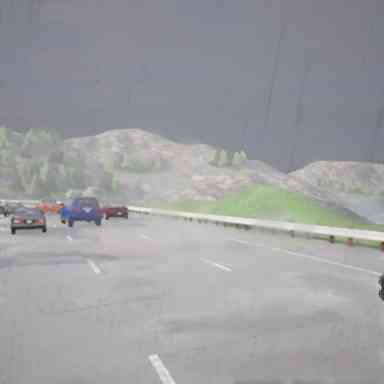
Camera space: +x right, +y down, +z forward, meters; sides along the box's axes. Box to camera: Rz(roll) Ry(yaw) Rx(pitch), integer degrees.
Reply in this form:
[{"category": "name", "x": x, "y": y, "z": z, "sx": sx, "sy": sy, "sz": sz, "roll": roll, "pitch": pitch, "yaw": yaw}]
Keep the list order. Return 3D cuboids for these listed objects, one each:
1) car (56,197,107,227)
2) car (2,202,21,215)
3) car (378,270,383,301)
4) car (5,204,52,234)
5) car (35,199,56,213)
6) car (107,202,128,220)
[{"category": "car", "x": -8.203, "y": 1.355, "z": 24.294, "sx": 2.150, "sy": 2.045, "sz": 5.566, "roll": 0, "pitch": 0, "yaw": -29}, {"category": "car", "x": -18.653, "y": 1.778, "z": 34.764, "sx": 2.033, "sy": 1.411, "sz": 5.357, "roll": 0, "pitch": 0, "yaw": -34}, {"category": "car", "x": 5.113, "y": 1.489, "z": 4.621, "sx": 1.837, "sy": 1.490, "sz": 4.892, "roll": 0, "pitch": 0, "yaw": -22}, {"category": "car", "x": -10.019, "y": 1.676, "z": 20.379, "sx": 2.033, "sy": 1.411, "sz": 5.357, "roll": 0, "pitch": 0, "yaw": -27}, {"category": "car", "x": -16.570, "y": 1.581, "z": 37.872, "sx": 2.097, "sy": 1.767, "sz": 4.553, "roll": 0, "pitch": 0, "yaw": -34}, {"category": "car", "x": -7.212, "y": 1.621, "z": 29.538, "sx": 1.882, "sy": 1.535, "sz": 5.008, "roll": 0, "pitch": 0, "yaw": -30}]
